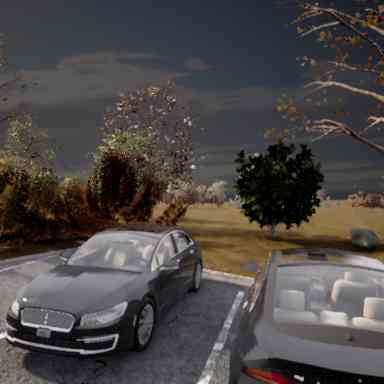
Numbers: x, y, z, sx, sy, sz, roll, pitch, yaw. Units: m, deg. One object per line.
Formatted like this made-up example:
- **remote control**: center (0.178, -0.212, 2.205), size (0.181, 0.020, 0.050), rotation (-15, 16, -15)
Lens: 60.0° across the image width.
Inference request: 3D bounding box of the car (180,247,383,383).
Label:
- **car**: center (1.656, 1.472, 4.314), size (2.231, 1.521, 4.892), rotation (1, 0, 15)

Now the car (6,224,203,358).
- **car**: center (-1.100, 1.424, 6.294), size (2.231, 1.521, 4.892), rotation (1, 0, 16)
